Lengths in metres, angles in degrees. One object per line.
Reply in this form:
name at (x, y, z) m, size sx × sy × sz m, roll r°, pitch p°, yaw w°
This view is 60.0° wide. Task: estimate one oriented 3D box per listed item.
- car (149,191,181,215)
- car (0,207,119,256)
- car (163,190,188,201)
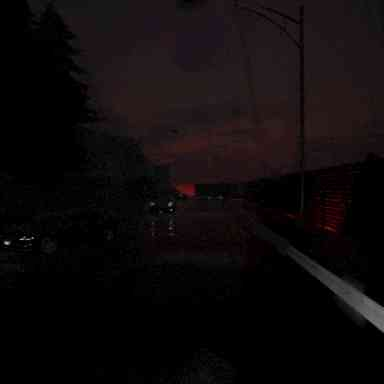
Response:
car at (-2.518, 1.050, 30.018) m, size 2.097 × 1.767 × 4.553 m, roll 0°, pitch 1°, yaw 3°
car at (-4.911, 1.406, 13.005) m, size 1.837 × 1.490 × 4.892 m, roll 2°, pitch 1°, yaw 28°
car at (-3.217, 0.584, 61.745) m, size 5.566 × 2.045 × 2.150 m, roll 0°, pitch 0°, yaw 40°
